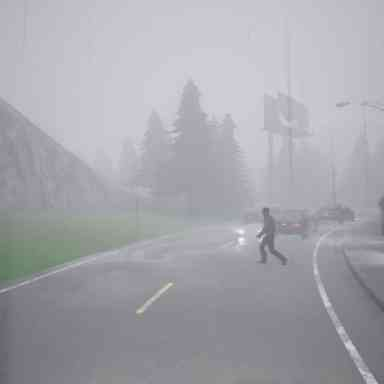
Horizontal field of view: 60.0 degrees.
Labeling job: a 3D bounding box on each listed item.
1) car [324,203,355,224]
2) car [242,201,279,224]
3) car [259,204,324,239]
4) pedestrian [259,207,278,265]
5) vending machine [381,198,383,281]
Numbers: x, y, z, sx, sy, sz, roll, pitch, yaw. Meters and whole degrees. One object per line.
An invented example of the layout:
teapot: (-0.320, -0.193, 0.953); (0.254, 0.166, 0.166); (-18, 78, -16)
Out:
car: (10.899, 1.558, 25.318); (1.994, 1.385, 4.181); (0, 0, 40)
car: (5.439, 1.471, 24.446); (1.882, 1.535, 5.008); (0, 0, 36)
car: (5.450, 1.543, 17.617); (2.033, 1.411, 5.357); (0, 0, 28)
pedestrian: (2.331, 1.291, 10.119); (0.375, 1.860, 0.375); (0, 0, 18)
vending machine: (5.320, 1.193, 8.062); (1.100, 2.100, 0.880); (0, 0, 17)
